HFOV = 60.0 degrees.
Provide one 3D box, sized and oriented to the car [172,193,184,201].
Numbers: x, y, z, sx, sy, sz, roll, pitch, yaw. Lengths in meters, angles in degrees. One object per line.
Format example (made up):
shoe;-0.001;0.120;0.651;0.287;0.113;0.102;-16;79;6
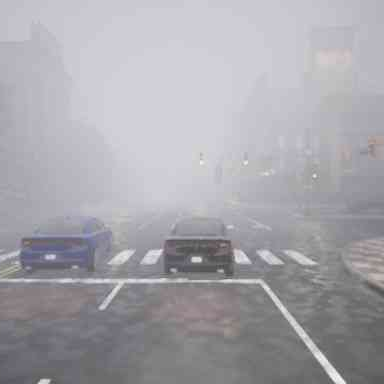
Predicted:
car;-3.449;1.682;87.384;2.033;1.411;5.357;0;0;0

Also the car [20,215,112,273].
car;-3.838;1.497;10.903;1.882;1.535;5.008;0;0;-6

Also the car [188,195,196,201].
car;0.051;1.670;88.215;1.812;1.442;4.674;0;0;0

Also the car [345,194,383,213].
car;20.017;1.286;36.790;5.566;2.045;2.150;0;0;1

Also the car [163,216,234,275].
car;0.311;1.496;10.566;1.882;1.535;5.008;0;0;4
